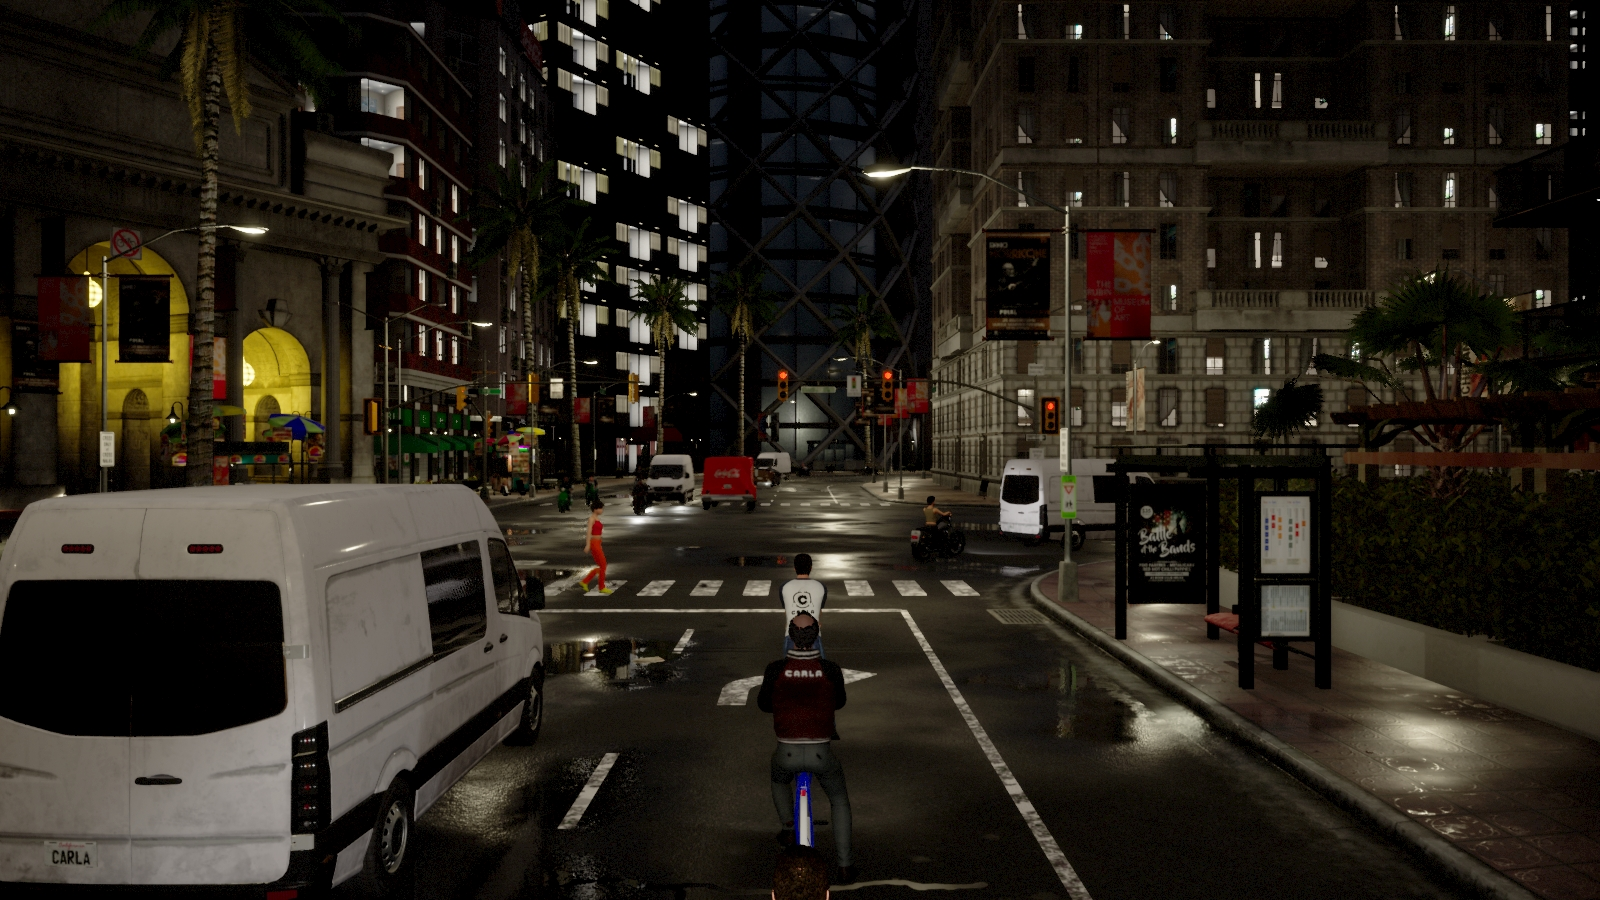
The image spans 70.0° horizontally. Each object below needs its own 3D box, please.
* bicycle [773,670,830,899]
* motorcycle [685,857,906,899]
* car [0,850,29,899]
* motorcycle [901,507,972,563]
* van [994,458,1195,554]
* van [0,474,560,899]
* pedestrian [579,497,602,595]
[{"bbox_3d":[0.008,2.210,7.501,0.329,1.171,1.835,0,0,0],"label":"bicycle"},{"bbox_3d":[-0.018,2.213,3.585,0.803,1.145,2.033,0,0,0],"label":"motorcycle"},{"bbox_3d":[-3.487,2.120,2.971,1.481,1.376,2.207,0,0,0],"label":"car"},{"bbox_3d":[3.566,2.170,29.642,0.764,1.277,2.356,0,0,37],"label":"motorcycle"},{"bbox_3d":[8.637,1.534,33.312,5.915,2.561,1.988,0,0,-29],"label":"van"},{"bbox_3d":[-3.525,1.534,8.973,1.988,2.561,5.915,0,0,0],"label":"van"},{"bbox_3d":[-4.058,1.849,22.148,0.375,1.860,0.375,0,0,0],"label":"pedestrian"}]
